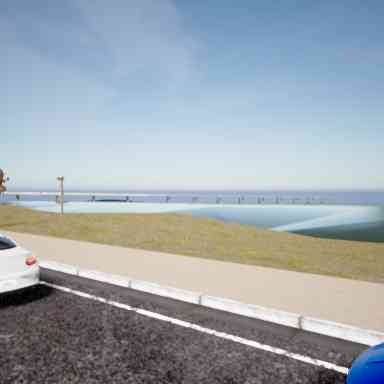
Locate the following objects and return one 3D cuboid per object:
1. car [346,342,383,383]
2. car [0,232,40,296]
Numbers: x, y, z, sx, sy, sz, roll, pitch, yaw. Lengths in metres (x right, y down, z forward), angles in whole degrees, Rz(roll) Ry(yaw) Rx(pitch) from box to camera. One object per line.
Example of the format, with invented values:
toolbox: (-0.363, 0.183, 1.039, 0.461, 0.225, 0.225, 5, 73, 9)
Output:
car: (3.318, 1.479, 1.313, 5.008, 1.535, 1.882, 0, 0, 36)
car: (-5.262, 1.520, 7.458, 4.674, 1.442, 1.812, 0, 0, 35)
